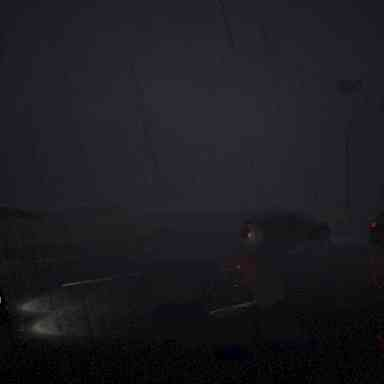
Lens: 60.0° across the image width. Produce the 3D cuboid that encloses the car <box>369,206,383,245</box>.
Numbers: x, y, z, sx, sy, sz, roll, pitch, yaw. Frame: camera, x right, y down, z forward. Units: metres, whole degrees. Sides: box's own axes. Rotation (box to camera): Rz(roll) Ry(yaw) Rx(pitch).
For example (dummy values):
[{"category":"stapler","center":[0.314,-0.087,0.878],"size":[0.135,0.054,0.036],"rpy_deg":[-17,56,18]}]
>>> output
[{"category":"car","center":[10.166,1.530,15.277],"size":[4.553,1.767,2.097],"rpy_deg":[1,0,-35]}]

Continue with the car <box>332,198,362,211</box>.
[{"category":"car","center":[23.703,1.862,50.901],"size":[4.553,1.767,2.097],"rpy_deg":[1,0,-35]}]

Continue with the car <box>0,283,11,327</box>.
[{"category":"car","center":[-5.396,1.526,4.200],"size":[5.357,1.411,2.033],"rpy_deg":[1,0,-35]}]

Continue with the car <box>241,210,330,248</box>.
[{"category":"car","center":[4.475,1.636,15.522],"size":[4.892,1.490,1.837],"rpy_deg":[1,0,-35]}]

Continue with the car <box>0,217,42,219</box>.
[{"category":"car","center":[-10.856,1.520,17.744],"size":[4.892,1.490,1.837],"rpy_deg":[1,0,-35]}]

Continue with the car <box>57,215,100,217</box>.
[{"category":"car","center":[-9.907,1.680,27.011],"size":[4.718,1.301,1.895],"rpy_deg":[1,0,-35]}]
